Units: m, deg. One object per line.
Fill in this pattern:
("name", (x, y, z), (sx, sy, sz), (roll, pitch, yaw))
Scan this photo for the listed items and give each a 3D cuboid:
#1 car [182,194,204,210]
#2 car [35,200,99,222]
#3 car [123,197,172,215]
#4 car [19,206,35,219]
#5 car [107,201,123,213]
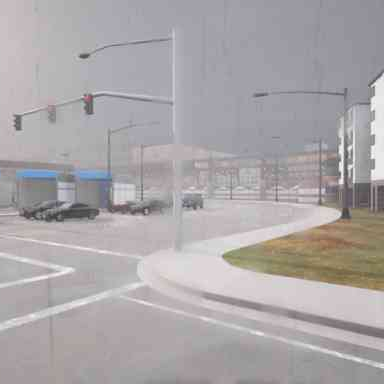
("car", (-0.018, 1.221, 43.732), (2.150, 2.045, 5.566), (0, 0, 16))
("car", (-9.576, 1.526, 26.531), (1.812, 1.442, 4.674), (0, 0, 36))
("car", (-4.445, 1.505, 34.018), (1.837, 1.490, 4.892), (0, 0, 30))
("car", (-12.285, 1.505, 28.756), (1.837, 1.490, 4.892), (0, 0, 36))
("car", (-7.054, 1.601, 36.365), (1.895, 1.301, 4.718), (0, 0, 30))
